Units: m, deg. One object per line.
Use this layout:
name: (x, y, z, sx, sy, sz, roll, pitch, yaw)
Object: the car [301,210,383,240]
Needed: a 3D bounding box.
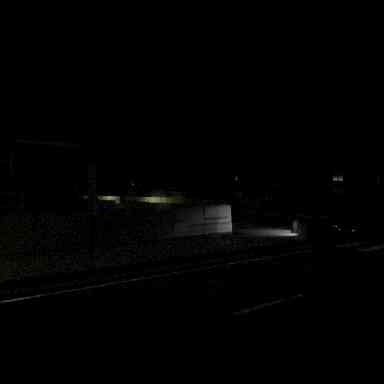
car: (8.051, 1.552, 15.850, 5.357, 1.411, 2.033, 0, 0, 22)
